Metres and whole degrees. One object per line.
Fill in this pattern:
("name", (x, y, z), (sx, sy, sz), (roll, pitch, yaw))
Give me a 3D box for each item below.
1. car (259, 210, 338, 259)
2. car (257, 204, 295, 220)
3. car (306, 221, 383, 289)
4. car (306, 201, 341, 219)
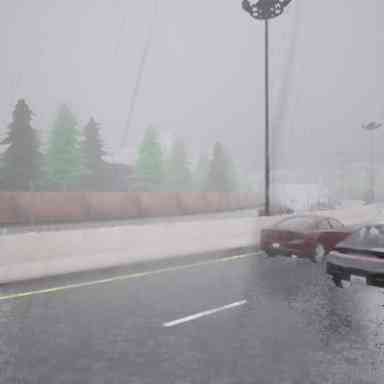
("car", (4.550, 1.578, 12.388), (5.008, 1.535, 1.882), (0, -1, -42))
("car", (8.151, 1.866, 32.037), (1.895, 1.301, 4.718), (-1, -1, 37))
("car", (5.181, 1.554, 8.269), (4.902, 1.511, 2.128), (0, -1, -41))
("car", (13.038, 1.751, 32.874), (2.128, 1.511, 4.902), (0, -1, 35))
